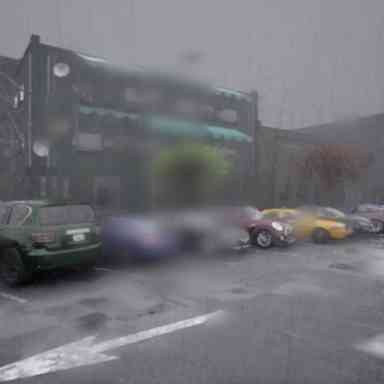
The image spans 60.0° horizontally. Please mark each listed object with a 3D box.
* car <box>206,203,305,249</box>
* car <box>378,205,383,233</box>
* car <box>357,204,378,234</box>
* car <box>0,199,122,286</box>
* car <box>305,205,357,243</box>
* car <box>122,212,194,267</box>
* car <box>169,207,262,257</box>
[{"bbox_3d":[2.275,1.386,14.784,4.553,1.767,2.185,-1,-1,35],"label":"car"},{"bbox_3d":[9.503,1.561,19.923,4.792,1.488,2.163,-1,-1,35],"label":"car"},{"bbox_3d":[7.114,1.525,18.194,4.892,1.521,2.231,-1,-1,35],"label":"car"},{"bbox_3d":[-4.957,1.240,9.624,5.566,2.045,2.435,-1,-1,35],"label":"car"},{"bbox_3d":[4.866,1.512,16.381,5.366,1.575,1.946,-1,-1,34],"label":"car"},{"bbox_3d":[-2.519,1.537,11.328,4.674,1.452,2.002,-1,-1,34],"label":"car"},{"bbox_3d":[-0.113,1.505,13.049,4.892,1.521,2.231,-1,-1,35],"label":"car"}]
